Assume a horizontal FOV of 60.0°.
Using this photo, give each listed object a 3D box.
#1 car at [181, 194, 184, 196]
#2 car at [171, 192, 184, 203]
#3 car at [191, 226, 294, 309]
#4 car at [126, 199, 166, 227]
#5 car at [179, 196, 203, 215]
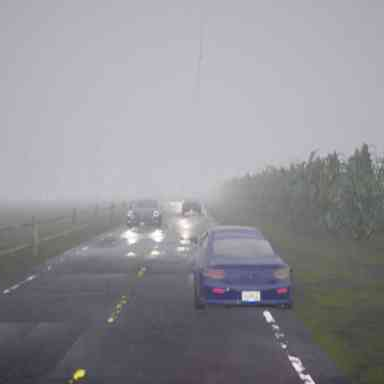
[{"bbox_3d":[-0.080,1.395,45.758,1.994,1.385,4.181,0,0,1],"label":"car"},{"bbox_3d":[-2.961,1.270,63.845,1.837,1.490,4.892,0,1,0],"label":"car"},{"bbox_3d":[0.943,1.497,7.642,1.812,1.442,4.674,0,0,0],"label":"car"},{"bbox_3d":[-2.905,1.270,21.640,2.097,1.767,4.553,0,0,0],"label":"car"},{"bbox_3d":[-0.028,1.386,31.987,1.837,1.490,4.892,0,0,0],"label":"car"}]
